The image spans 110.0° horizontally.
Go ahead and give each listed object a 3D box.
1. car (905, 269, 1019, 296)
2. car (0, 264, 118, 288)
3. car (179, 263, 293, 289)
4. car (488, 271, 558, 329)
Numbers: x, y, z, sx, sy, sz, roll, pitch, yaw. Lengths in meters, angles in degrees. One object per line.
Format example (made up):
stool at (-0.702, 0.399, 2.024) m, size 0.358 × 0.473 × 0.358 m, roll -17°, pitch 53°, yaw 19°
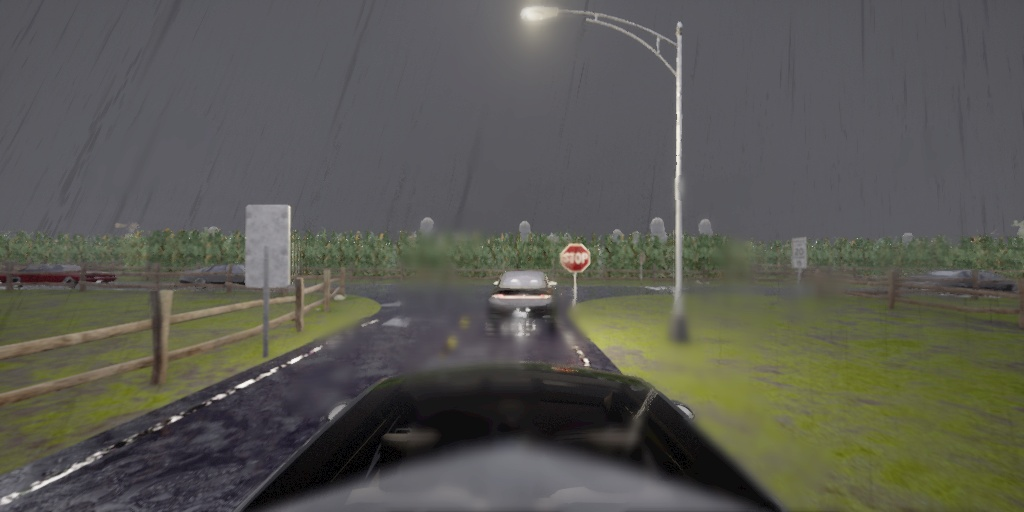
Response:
car at (25.369, 1.441, 20.008) m, size 5.357 × 1.411 × 2.033 m, roll 0°, pitch -1°, yaw 0°
car at (-25.498, 1.112, 20.286) m, size 4.718 × 1.301 × 1.895 m, roll 0°, pitch -1°, yaw 0°
car at (-15.469, 1.126, 20.231) m, size 5.357 × 1.411 × 2.033 m, roll 0°, pitch -1°, yaw 0°
car at (0.394, 1.218, 11.168) m, size 2.128 × 1.511 × 4.902 m, roll 0°, pitch 0°, yaw 4°
